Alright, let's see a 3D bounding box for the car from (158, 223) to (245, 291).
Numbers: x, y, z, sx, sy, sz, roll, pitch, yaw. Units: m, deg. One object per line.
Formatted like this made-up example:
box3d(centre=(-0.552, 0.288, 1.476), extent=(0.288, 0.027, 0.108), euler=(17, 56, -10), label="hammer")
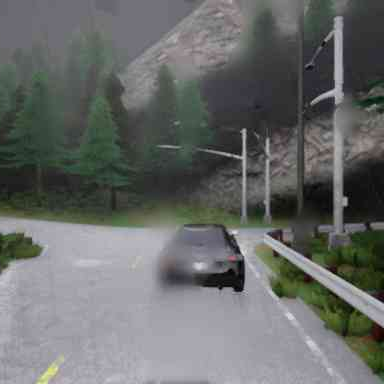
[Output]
box3d(centre=(0.316, 1.530, 9.001), extent=(1.994, 1.385, 4.181), euler=(0, 0, 4), label="car")
